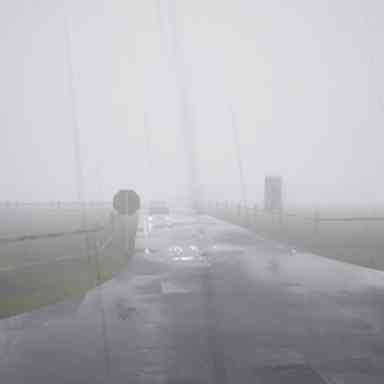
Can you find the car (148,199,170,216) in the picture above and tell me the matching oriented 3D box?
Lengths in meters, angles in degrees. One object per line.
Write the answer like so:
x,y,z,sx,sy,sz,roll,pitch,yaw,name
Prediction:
-3.274,1.473,32.629,1.882,1.535,5.008,0,0,-8,car
